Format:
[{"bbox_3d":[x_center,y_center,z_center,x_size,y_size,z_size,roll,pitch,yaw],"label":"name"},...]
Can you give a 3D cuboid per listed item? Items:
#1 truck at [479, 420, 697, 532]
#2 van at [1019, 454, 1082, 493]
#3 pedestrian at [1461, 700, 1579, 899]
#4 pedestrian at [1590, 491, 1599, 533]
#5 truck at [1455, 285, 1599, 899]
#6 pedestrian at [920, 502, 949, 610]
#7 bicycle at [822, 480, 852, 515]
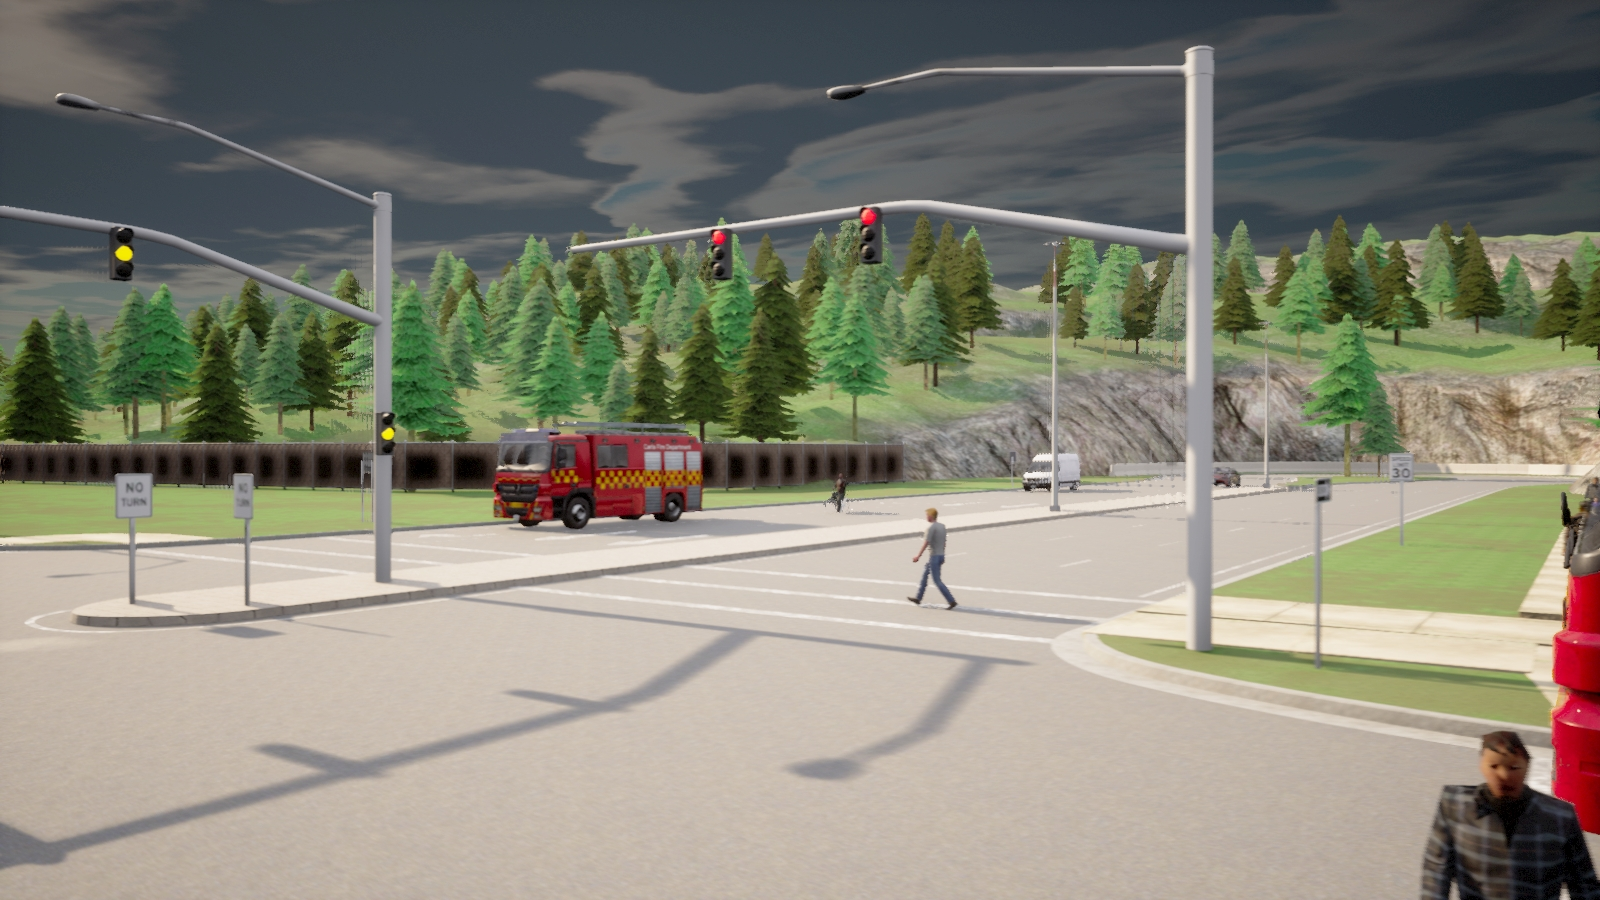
[{"bbox_3d":[-7.760,0.891,43.132,2.891,3.827,8.468,0,0,36],"label":"truck"},{"bbox_3d":[16.973,1.535,77.273,1.988,2.561,5.915,0,0,36],"label":"van"},{"bbox_3d":[2.799,1.958,4.439,0.375,1.860,0.375,0,0,34],"label":"pedestrian"},{"bbox_3d":[25.398,1.978,36.394,0.375,1.300,0.375,0,0,36],"label":"pedestrian"},{"bbox_3d":[8.631,0.891,6.301,8.468,3.827,2.891,0,0,35],"label":"truck"},{"bbox_3d":[2.371,1.849,20.089,0.375,1.860,0.375,0,0,33],"label":"pedestrian"},{"bbox_3d":[1.622,2.060,49.817,0.329,1.471,1.835,0,0,36],"label":"bicycle"}]
